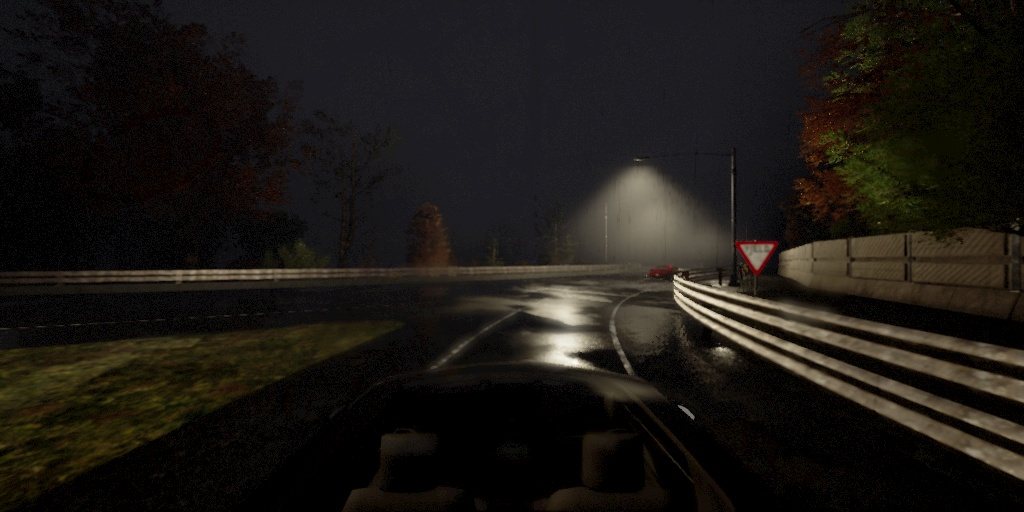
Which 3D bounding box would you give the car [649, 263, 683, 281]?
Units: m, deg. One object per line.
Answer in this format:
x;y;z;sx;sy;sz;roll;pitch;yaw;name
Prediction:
15.014;1.595;34.727;1.882;1.535;5.008;0;-1;43;car
